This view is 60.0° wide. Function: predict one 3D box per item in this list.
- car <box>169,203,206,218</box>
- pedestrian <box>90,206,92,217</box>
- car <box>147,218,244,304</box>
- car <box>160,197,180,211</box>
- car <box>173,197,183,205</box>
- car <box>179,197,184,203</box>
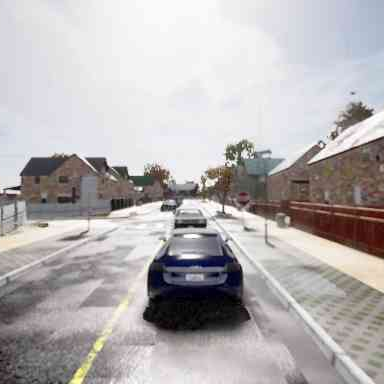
[{"bbox_3d":[-0.270,1.632,20.757,1.895,1.301,4.718,0,1,-5],"label":"car"},{"bbox_3d":[-9.924,1.912,32.590,0.500,1.100,0.500,0,-2,5],"label":"pedestrian"},{"bbox_3d":[0.087,1.582,8.274,1.994,1.385,4.181,0,0,1],"label":"car"},{"bbox_3d":[-2.864,1.719,42.209,1.994,1.385,4.181,0,0,0],"label":"car"},{"bbox_3d":[-2.780,1.826,68.121,1.837,1.490,4.892,0,0,0],"label":"car"},{"bbox_3d":[-2.857,1.569,53.120,2.097,1.767,4.553,0,0,0],"label":"car"}]
